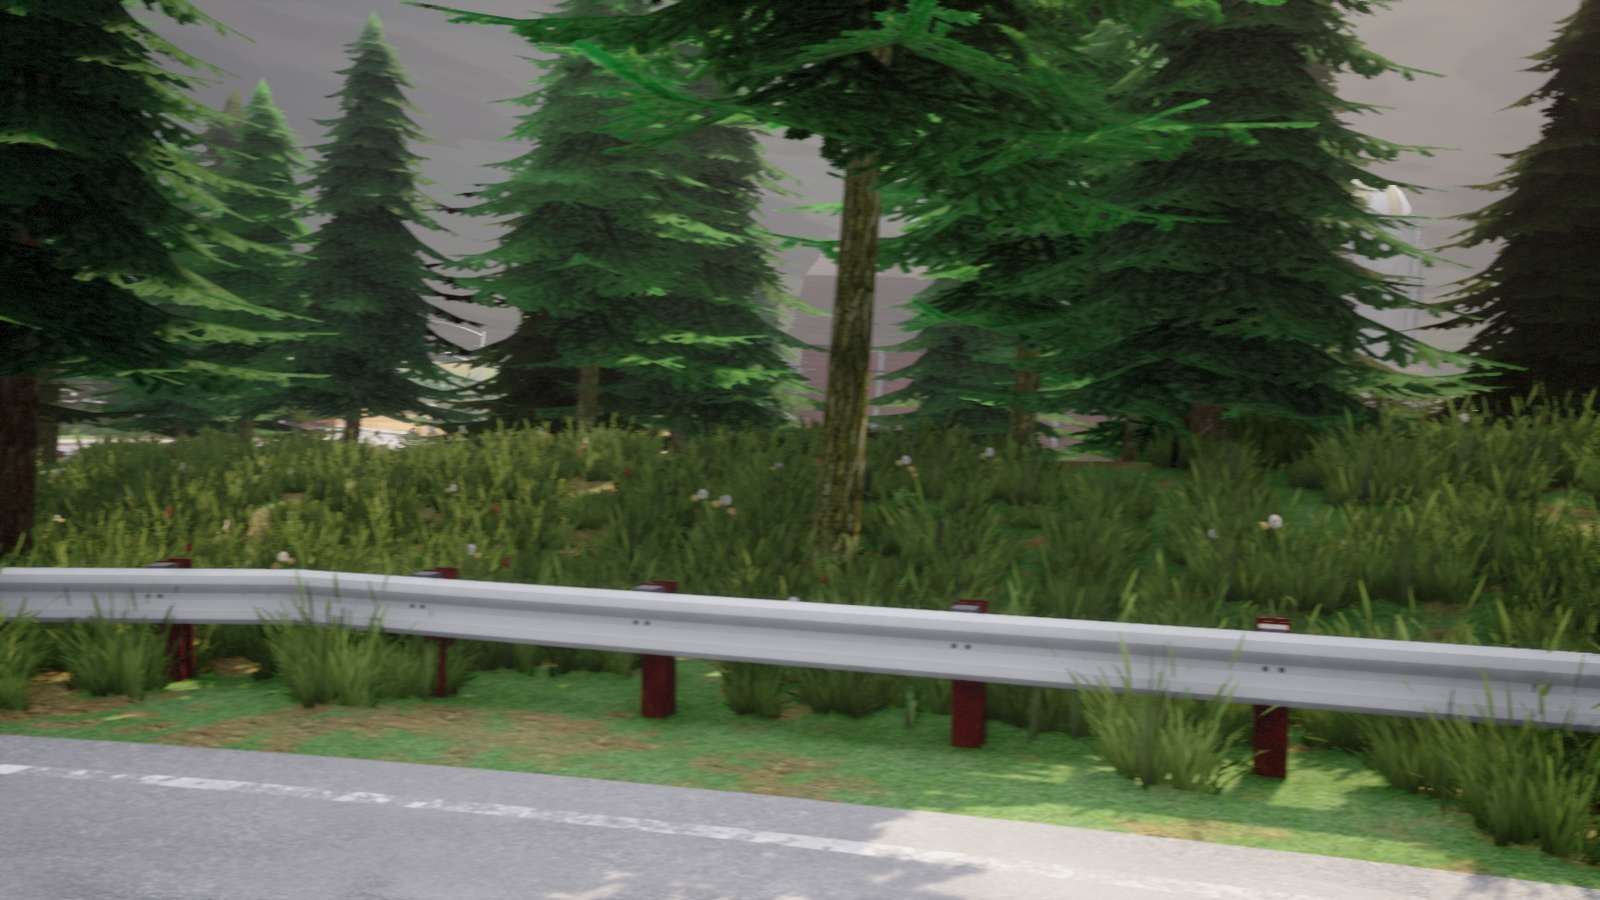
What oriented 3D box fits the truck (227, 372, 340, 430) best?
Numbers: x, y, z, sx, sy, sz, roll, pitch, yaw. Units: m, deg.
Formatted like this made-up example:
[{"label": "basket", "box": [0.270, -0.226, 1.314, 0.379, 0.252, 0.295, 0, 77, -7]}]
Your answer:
[{"label": "truck", "box": [-36.702, -3.481, 89.164, 7.936, 3.462, 2.891, 6, 3, 29]}]
